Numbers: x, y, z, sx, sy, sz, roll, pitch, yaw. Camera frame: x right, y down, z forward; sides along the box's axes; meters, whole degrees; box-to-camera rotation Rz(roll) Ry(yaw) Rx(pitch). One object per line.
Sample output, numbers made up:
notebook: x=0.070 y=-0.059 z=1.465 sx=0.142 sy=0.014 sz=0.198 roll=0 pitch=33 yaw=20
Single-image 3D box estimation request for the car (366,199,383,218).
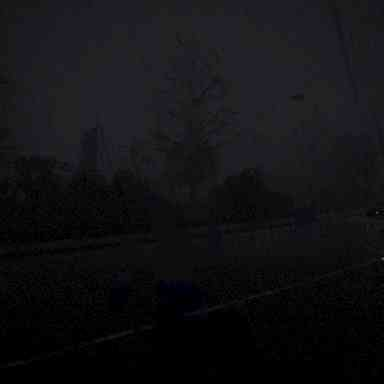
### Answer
car: x=16.305 y=1.414 z=28.187 sx=1.837 sy=1.490 sz=4.892 roll=0 pitch=0 yaw=42
